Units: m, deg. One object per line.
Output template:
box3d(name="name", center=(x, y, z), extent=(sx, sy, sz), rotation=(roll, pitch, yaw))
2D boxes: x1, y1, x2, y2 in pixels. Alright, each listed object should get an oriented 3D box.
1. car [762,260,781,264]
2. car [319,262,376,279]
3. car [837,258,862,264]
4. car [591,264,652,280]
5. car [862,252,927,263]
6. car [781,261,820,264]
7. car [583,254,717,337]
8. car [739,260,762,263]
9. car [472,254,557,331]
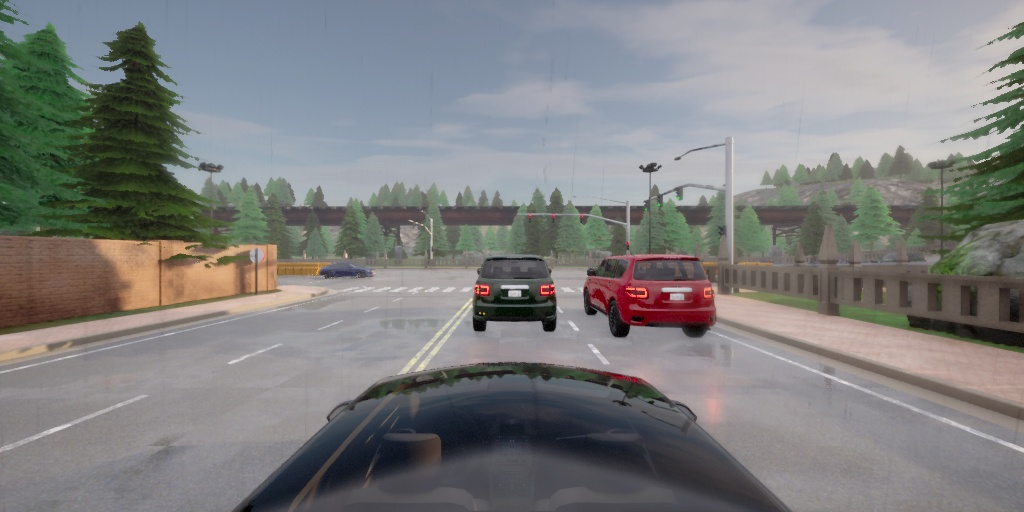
box3d(name="car", center=(31.376, 1.297, 45.588), extent=(5.357, 1.411, 2.033), rotation=(0, 0, 0))
box3d(name="car", center=(-14.450, 1.275, 31.614), extent=(4.674, 1.442, 1.812), rotation=(0, 0, 0))
box3d(name="car", center=(41.756, 1.081, 45.553), extent=(4.902, 1.511, 2.128), rotation=(-2, 0, 0))
box3d(name="car", center=(9.541, 1.351, 31.480), extent=(4.718, 1.301, 1.895), rotation=(0, 0, 0))
box3d(name="car", center=(45.137, 0.669, 42.055), extent=(5.566, 2.045, 2.150), rotation=(-3, 0, -1))
box3d(name="car", center=(34.741, 1.302, 42.068), extent=(4.181, 1.385, 1.994), rotation=(0, 0, 0))
box3d(name="car", center=(3.570, 0.971, 10.386), extent=(2.150, 2.045, 5.566), rotation=(0, 0, 0))
box3d(name="car", center=(25.828, 1.241, 42.097), extent=(4.902, 1.511, 2.128), rotation=(0, 0, 0))
box3d(name="car", center=(0.070, 0.971, 11.063), extent=(2.150, 2.045, 5.566), rotation=(0, 0, 0))
